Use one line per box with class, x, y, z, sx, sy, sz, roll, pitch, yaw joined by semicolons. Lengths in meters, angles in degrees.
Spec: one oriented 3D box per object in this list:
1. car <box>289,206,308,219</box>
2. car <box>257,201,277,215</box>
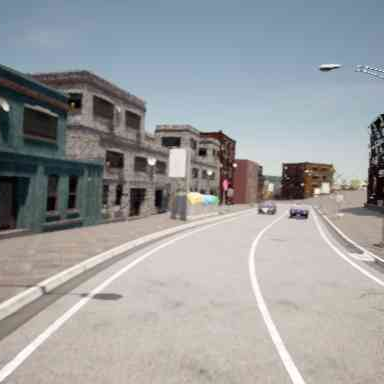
car;11.708;2.139;36.328;1.895;1.301;4.718;3;0;19
car;8.956;1.870;39.365;2.128;1.511;4.902;3;0;19
